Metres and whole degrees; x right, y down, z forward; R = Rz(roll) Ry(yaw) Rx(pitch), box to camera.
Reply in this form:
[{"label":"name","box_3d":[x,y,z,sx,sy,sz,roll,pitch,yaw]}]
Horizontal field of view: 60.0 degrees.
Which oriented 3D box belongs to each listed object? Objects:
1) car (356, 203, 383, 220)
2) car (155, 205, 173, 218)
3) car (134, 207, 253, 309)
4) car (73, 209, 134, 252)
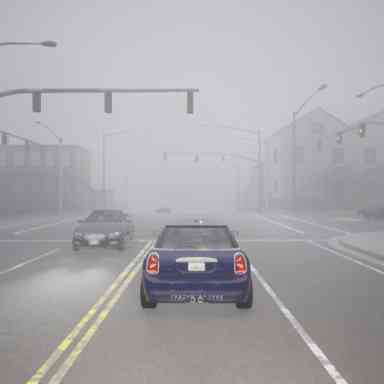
[{"label":"car","box_3d":[16.640,1.539,27.622,5.357,1.411,2.033,0,0,-1]},{"label":"car","box_3d":[-3.539,2.557,42.529,1.895,1.301,4.718,0,-8,0]},{"label":"car","box_3d":[0.096,1.350,8.044,2.097,1.767,4.553,0,0,0]},{"label":"car","box_3d":[-3.530,1.488,14.015,2.128,1.511,4.902,0,0,-3]}]
